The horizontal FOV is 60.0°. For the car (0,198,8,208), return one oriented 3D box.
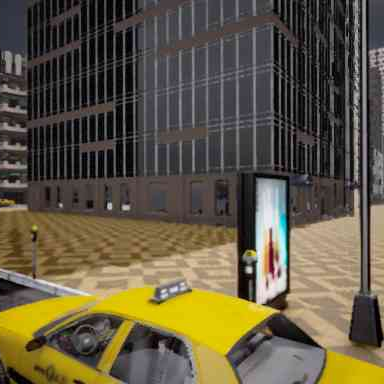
[{"bbox_3d":[-27.965,1.496,45.134,1.967,1.590,4.097,-1,-2,35],"label":"car"}]

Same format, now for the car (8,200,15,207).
[{"bbox_3d":[-31.623,1.703,54.390,1.752,1.417,4.829,-1,-2,35],"label":"car"}]

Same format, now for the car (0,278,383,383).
[{"bbox_3d":[-0.414,1.515,3.181,4.829,1.417,1.752,0,0,36],"label":"car"}]
